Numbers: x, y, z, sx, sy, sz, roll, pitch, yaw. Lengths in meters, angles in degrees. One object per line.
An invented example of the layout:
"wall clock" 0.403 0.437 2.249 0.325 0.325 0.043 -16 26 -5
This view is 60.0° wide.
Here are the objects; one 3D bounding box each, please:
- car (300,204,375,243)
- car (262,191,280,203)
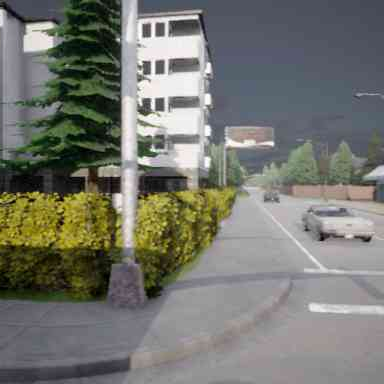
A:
"car" 5.919 1.226 14.036 1.895 1.301 4.718 0 1 8
"car" 10.161 0.604 42.939 1.837 1.490 4.892 0 1 8
